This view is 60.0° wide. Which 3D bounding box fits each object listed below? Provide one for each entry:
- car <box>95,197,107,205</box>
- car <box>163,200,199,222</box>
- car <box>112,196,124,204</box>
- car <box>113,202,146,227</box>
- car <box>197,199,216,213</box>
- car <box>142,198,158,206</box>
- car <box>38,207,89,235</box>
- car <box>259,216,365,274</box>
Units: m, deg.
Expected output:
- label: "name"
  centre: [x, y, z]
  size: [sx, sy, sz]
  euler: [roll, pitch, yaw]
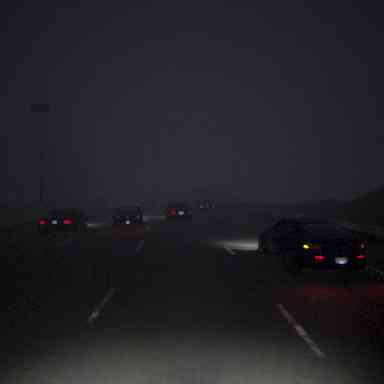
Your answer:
- label: "car"
  centre: [-16.533, 1.612, 60.131]
  size: [2.128, 1.511, 4.902]
  euler: [0, 0, -19]
- label: "car"
  centre: [-1.156, 1.524, 26.121]
  size: [2.033, 1.411, 5.357]
  euler: [-1, 0, -10]
- label: "car"
  centre: [-14.257, 1.576, 63.930]
  size: [2.128, 1.511, 4.902]
  euler: [-1, 0, -20]
- label: "car"
  centre: [-4.366, 1.622, 23.174]
  size: [1.895, 1.301, 4.718]
  euler: [-1, 0, -8]
- label: "car"
  centre: [1.001, 1.483, 35.615]
  size: [2.033, 1.411, 5.357]
  euler: [-1, 0, -13]
- label: "car"
  centre: [-6.900, 1.609, 53.780]
  size: [1.895, 1.301, 4.718]
  euler: [-1, 0, -17]
- label: "car"
  centre: [-7.382, 1.612, 19.500]
  size: [2.033, 1.411, 5.357]
  euler: [-1, 0, -8]
- label: "car"
  centre: [3.439, 1.467, 10.270]
  size: [1.812, 1.442, 4.674]
  euler: [0, 0, -3]
